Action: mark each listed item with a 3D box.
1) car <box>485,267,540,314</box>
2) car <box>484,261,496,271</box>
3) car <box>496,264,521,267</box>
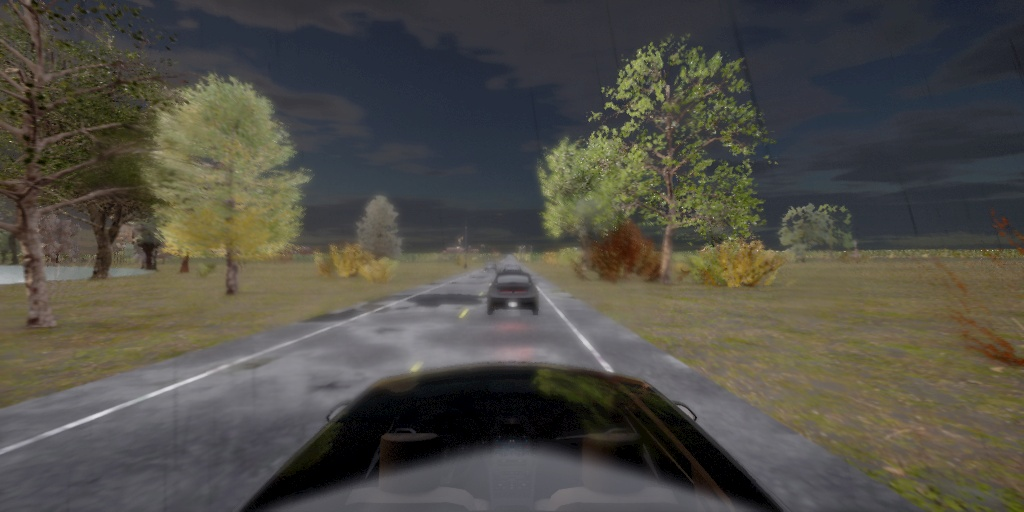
[{"bbox_3d":[0.051,1.358,14.253,1.837,1.490,4.892,0,0,0],"label":"car"},{"bbox_3d":[-3.534,1.660,59.412,2.128,1.511,4.902,0,0,1],"label":"car"},{"bbox_3d":[0.055,1.460,29.234,2.128,1.511,4.902,0,0,1],"label":"car"}]
